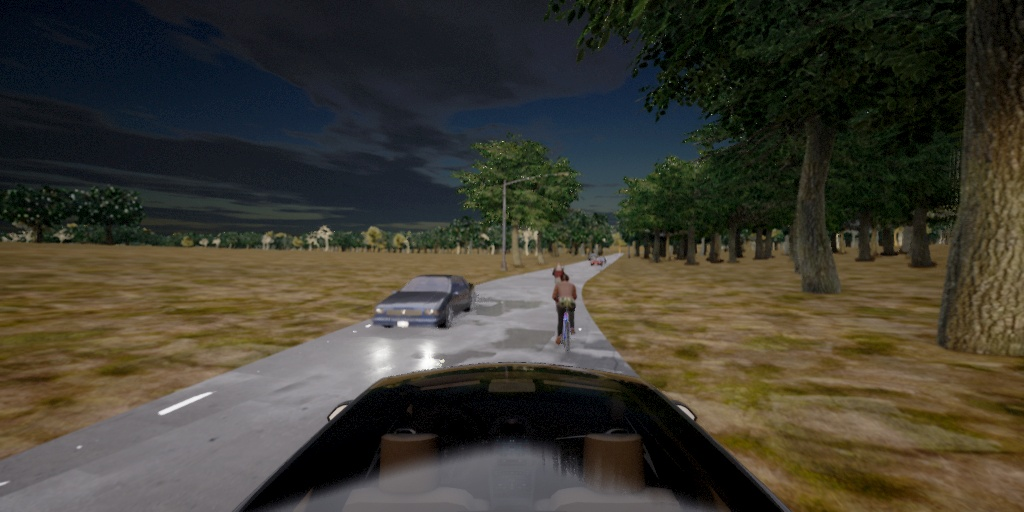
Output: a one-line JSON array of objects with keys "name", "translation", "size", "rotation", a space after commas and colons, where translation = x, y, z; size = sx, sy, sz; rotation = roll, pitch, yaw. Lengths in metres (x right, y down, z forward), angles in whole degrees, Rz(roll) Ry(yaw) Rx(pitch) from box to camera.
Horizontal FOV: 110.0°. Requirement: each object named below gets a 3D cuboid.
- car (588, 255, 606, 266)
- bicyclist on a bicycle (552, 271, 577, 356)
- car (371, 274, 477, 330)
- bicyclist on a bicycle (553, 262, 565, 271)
[{"name": "car", "translation": [14.642, 1.036, 61.771], "size": [1.895, 1.301, 4.718], "rotation": [1, 1, 18]}, {"name": "bicyclist on a bicycle", "translation": [1.157, 1.222, 7.790], "size": [0.582, 1.620, 1.656], "rotation": [0, 0, 4]}, {"name": "car", "translation": [-2.444, 1.299, 11.547], "size": [2.033, 1.411, 5.357], "rotation": [0, 0, 6]}, {"name": "bicyclist on a bicycle", "translation": [2.146, 1.138, 16.346], "size": [0.659, 1.776, 1.843], "rotation": [0, 0, 9]}]
